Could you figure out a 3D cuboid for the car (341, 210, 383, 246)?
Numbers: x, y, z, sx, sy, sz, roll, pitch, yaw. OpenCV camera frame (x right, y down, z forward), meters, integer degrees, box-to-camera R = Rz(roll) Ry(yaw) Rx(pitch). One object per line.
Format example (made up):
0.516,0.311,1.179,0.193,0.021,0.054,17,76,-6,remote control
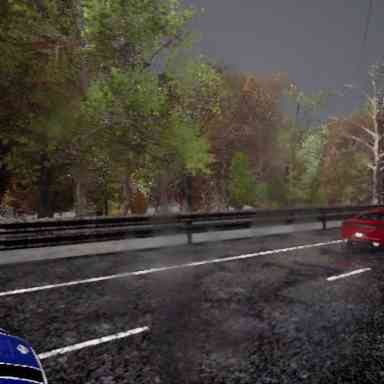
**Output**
8.360,1.486,14.122,5.008,1.535,1.882,0,0,-36,car

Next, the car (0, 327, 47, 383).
-3.069,1.353,1.570,4.553,1.767,2.097,0,0,-35,car
